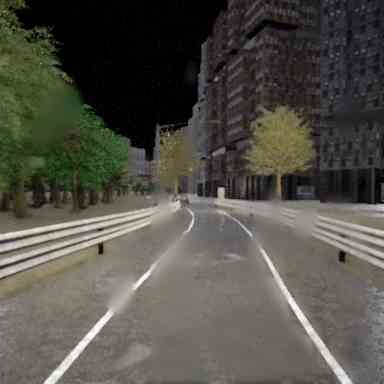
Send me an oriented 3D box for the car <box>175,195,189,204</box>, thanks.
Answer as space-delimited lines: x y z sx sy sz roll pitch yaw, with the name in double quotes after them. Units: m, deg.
-2.038 1.448 66.290 2.097 1.767 4.553 0 0 -14 "car"
